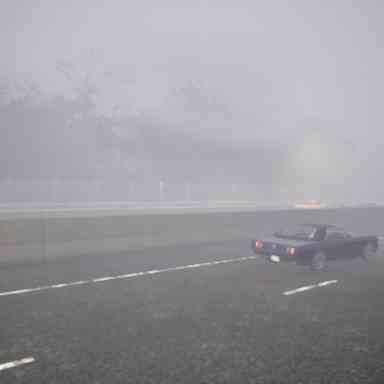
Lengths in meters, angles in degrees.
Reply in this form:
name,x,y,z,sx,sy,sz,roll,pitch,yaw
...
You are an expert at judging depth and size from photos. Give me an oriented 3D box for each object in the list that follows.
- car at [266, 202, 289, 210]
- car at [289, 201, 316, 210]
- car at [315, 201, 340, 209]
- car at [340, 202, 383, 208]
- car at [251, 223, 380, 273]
name,x,y,z,sx,sy,sz,roll,pitch,yaw
car,11.603,1.920,42.374,4.718,1.301,1.895,1,0,-35
car,14.382,1.805,40.054,5.008,1.535,1.882,1,0,-35
car,16.218,1.851,37.066,4.674,1.442,1.812,1,0,-35
car,17.505,1.794,33.689,5.008,1.535,1.882,1,-1,-35
car,4.265,1.691,11.095,4.718,1.301,1.895,1,0,-36
